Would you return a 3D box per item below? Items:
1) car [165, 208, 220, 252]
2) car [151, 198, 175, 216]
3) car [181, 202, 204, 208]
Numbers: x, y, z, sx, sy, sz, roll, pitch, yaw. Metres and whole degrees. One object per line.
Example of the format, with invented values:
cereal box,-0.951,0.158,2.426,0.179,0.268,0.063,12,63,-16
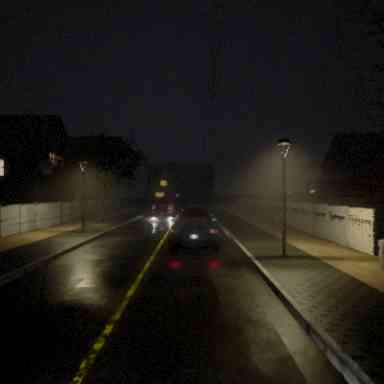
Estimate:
car,0.080,1.588,14.005,1.994,1.385,4.181,0,0,0
car,-2.839,1.438,33.298,2.097,1.767,4.553,0,0,0
car,0.078,1.593,28.341,1.812,1.442,4.674,0,0,0
